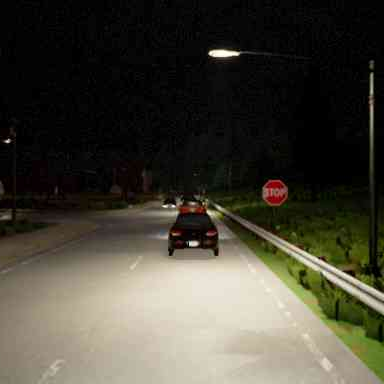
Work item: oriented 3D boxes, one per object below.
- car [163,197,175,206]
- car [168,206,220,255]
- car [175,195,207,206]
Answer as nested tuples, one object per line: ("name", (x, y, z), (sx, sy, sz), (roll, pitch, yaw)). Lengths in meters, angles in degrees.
("car", (-3.538, 1.473, 54.309), (2.033, 1.411, 5.357), (0, 0, 1))
("car", (0.064, 1.508, 13.126), (1.812, 1.442, 4.674), (0, 0, 0))
("car", (0.050, 1.316, 25.403), (2.097, 1.767, 4.553), (0, 0, 0))
